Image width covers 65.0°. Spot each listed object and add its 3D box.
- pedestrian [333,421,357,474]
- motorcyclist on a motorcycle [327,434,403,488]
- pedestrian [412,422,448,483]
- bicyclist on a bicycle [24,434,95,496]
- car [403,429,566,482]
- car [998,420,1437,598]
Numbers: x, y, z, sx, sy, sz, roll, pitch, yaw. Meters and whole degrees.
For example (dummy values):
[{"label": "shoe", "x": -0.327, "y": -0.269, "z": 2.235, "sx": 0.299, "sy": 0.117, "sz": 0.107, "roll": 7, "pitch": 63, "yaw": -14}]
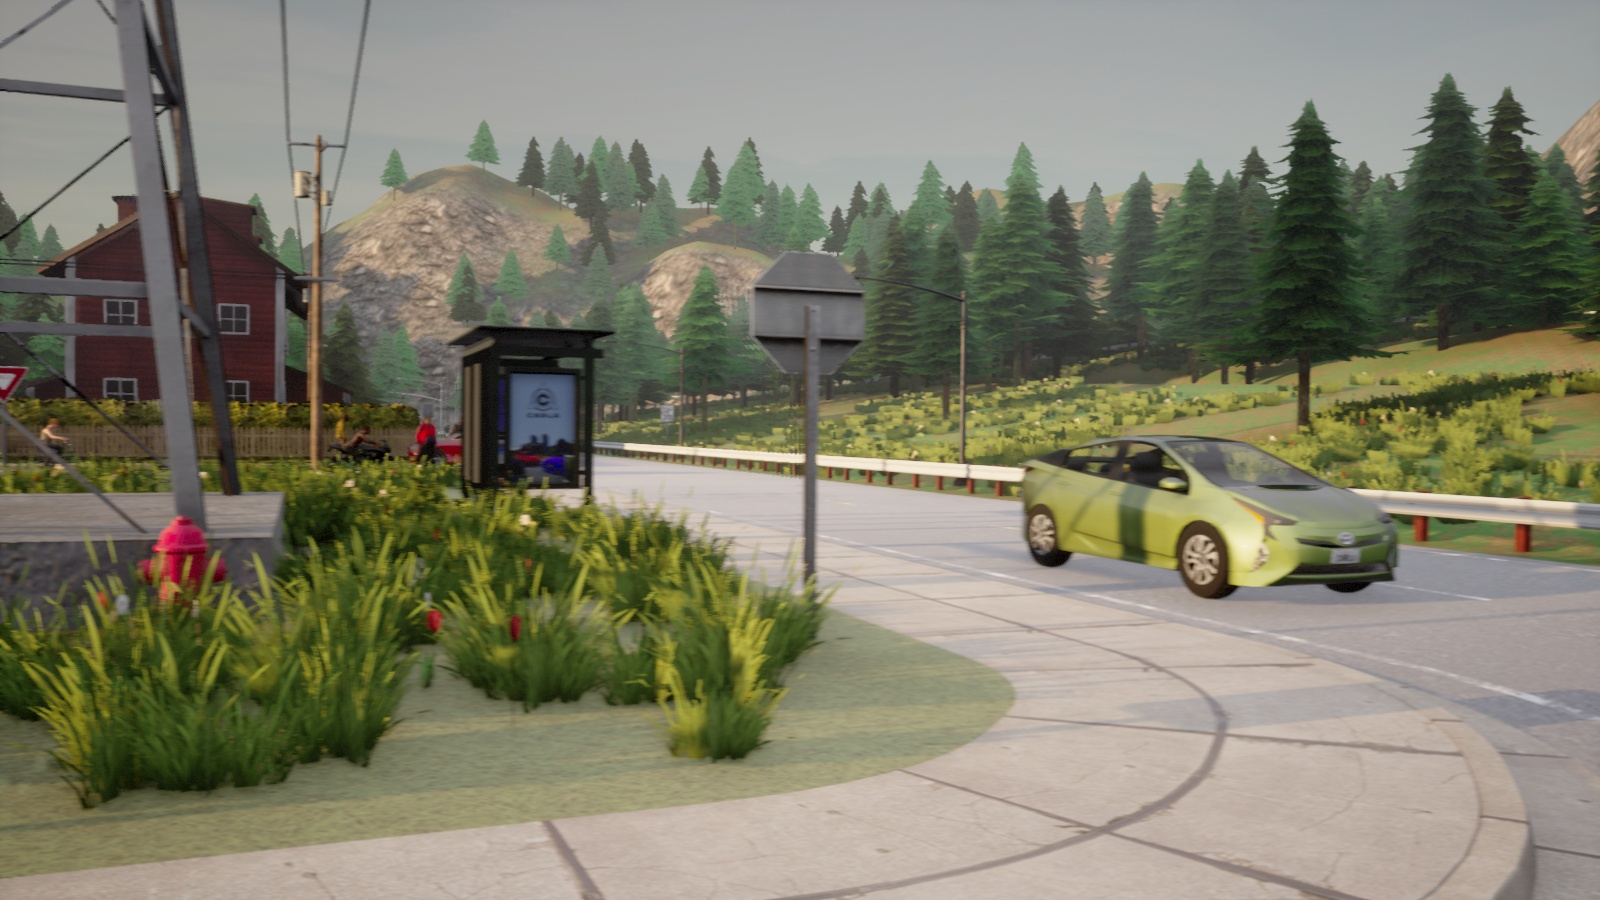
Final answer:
[{"label": "pedestrian", "x": -15.758, "y": -0.097, "z": 43.492, "sx": 0.726, "sy": 1.835, "sz": 0.370, "roll": -1, "pitch": 1, "yaw": -20}, {"label": "motorcyclist on a motorcycle", "x": -12.750, "y": 0.309, "z": 36.788, "sx": 2.044, "sy": 1.523, "sz": 0.797, "roll": -1, "pitch": 1, "yaw": -21}, {"label": "pedestrian", "x": -11.329, "y": 0.070, "z": 38.428, "sx": 0.899, "sy": 1.844, "sz": 0.634, "roll": 0, "pitch": 1, "yaw": 41}, {"label": "bicyclist on a bicycle", "x": -19.984, "y": 0.388, "z": 33.905, "sx": 1.509, "sy": 1.612, "sz": 0.866, "roll": -1, "pitch": 1, "yaw": -22}, {"label": "car", "x": -10.269, "y": 0.159, "z": 41.134, "sx": 4.856, "sy": 1.649, "sz": 2.033, "roll": -1, "pitch": 1, "yaw": -3}, {"label": "car", "x": 4.142, "y": 0.480, "z": 13.363, "sx": 2.007, "sy": 1.525, "sz": 4.514, "roll": -1, "pitch": 1, "yaw": -21}]
